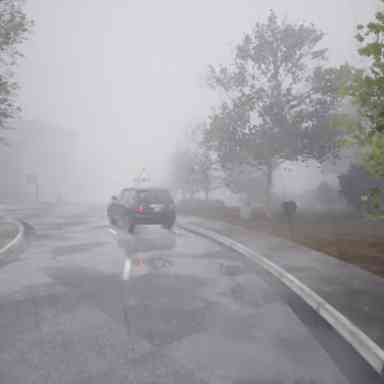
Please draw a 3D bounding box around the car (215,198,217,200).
[{"bbox_3d":[1.371,1.837,59.468,4.892,1.521,2.231,1,-2,10],"label":"car"}]

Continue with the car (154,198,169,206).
[{"bbox_3d":[-6.129,2.023,67.560,1.882,1.535,5.008,1,-2,10],"label":"car"}]

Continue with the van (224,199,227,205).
[{"bbox_3d":[5.797,2.591,83.851,4.442,1.987,1.878,1,-2,10],"label":"van"}]

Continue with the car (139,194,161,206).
[{"bbox_3d":[-6.042,1.206,48.425,1.882,1.535,5.008,1,-3,9],"label":"car"}]

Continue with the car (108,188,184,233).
[{"bbox_3d":[-2.708,0.779,16.996,2.150,2.045,5.566,0,2,-27],"label":"car"}]

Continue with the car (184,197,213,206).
[{"bbox_3d":[0.400,1.584,54.052,4.892,1.521,2.231,1,-3,10],"label":"car"}]

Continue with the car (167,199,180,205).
[{"bbox_3d":[-4.309,2.411,77.850,1.994,1.385,4.181,1,-2,10],"label":"car"}]

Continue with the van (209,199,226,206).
[{"bbox_3d":[7.007,2.849,92.031,4.442,1.987,1.878,1,-1,10],"label":"van"}]

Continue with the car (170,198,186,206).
[{"bbox_3d":[-2.784,2.120,67.813,2.128,1.511,4.902,1,-2,10],"label":"car"}]

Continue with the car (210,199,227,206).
[{"bbox_3d":[7.629,3.025,94.712,4.553,1.767,2.185,1,-1,10],"label":"car"}]

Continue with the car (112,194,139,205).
[{"bbox_3d":[-9.441,1.122,47.708,2.128,1.511,4.902,1,-3,9],"label":"car"}]

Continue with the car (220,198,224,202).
[{"bbox_3d":[4.242,2.560,75.730,4.674,1.452,2.002,1,-2,10],"label":"car"}]

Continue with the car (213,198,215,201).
[{"bbox_3d":[0.881,1.711,56.762,5.008,1.535,2.097,1,-2,10],"label":"car"}]
